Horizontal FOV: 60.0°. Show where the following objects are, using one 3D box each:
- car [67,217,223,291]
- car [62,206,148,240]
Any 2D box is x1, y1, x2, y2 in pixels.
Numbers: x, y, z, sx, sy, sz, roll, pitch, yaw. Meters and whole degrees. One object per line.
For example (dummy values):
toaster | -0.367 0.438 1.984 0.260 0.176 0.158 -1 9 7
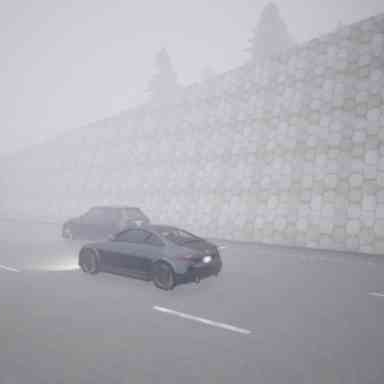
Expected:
car | -1.260 1.605 9.216 4.181 1.385 1.994 0 0 36
car | -4.018 1.421 15.514 4.553 1.767 2.097 0 0 36
